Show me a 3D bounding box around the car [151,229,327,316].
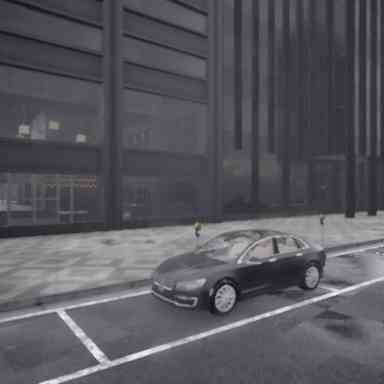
[{"bbox_3d":[1.215,1.549,7.399,4.403,1.369,2.008,0,0,-36],"label":"car"}]
